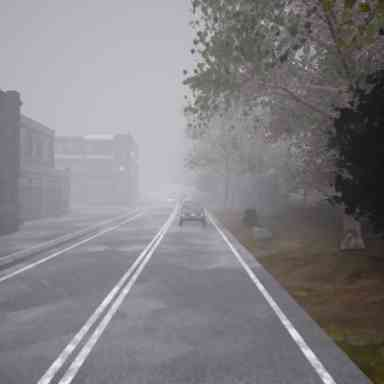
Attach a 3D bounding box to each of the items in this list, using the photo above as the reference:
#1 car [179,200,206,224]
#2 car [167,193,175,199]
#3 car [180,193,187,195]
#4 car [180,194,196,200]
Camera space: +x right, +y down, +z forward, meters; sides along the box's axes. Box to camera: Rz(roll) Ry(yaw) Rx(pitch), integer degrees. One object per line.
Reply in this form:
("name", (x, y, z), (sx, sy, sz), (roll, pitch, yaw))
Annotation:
("car", (0.020, 1.525, 24.206), (2.033, 1.411, 5.357), (0, 0, -1))
("car", (-5.382, 1.031, 85.266), (2.128, 1.511, 4.902), (0, 1, -3))
("car", (-2.101, 0.936, 84.764), (1.895, 1.301, 4.718), (0, 1, -3))
("car", (-0.295, 1.408, 42.585), (1.882, 1.535, 5.008), (0, 0, -1))
